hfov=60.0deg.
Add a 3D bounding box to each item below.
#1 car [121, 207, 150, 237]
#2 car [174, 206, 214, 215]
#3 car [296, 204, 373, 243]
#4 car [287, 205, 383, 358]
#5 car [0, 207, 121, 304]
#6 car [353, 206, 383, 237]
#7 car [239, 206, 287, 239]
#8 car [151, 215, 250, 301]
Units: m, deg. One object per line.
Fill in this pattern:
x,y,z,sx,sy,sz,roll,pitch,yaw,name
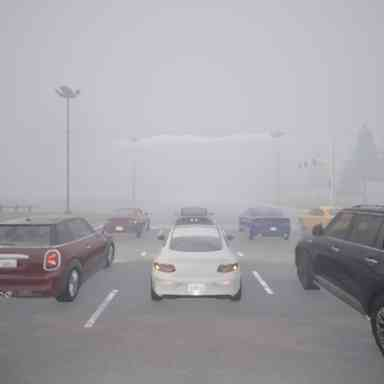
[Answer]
-3.396,1.526,17.806,1.812,1.442,4.674,0,0,0,car
0.104,1.506,17.694,1.837,1.490,4.892,0,0,0,car
7.106,1.478,17.253,1.882,1.535,5.008,0,0,0,car
3.591,1.222,5.797,2.150,2.045,5.566,0,0,0,car
-3.413,1.352,8.332,2.097,1.767,4.553,0,0,0,car
10.605,1.548,17.148,2.033,1.411,5.357,0,0,0,car
3.603,1.478,17.218,1.882,1.535,5.008,0,0,0,car
0.092,1.526,8.196,1.812,1.442,4.674,0,0,0,car
